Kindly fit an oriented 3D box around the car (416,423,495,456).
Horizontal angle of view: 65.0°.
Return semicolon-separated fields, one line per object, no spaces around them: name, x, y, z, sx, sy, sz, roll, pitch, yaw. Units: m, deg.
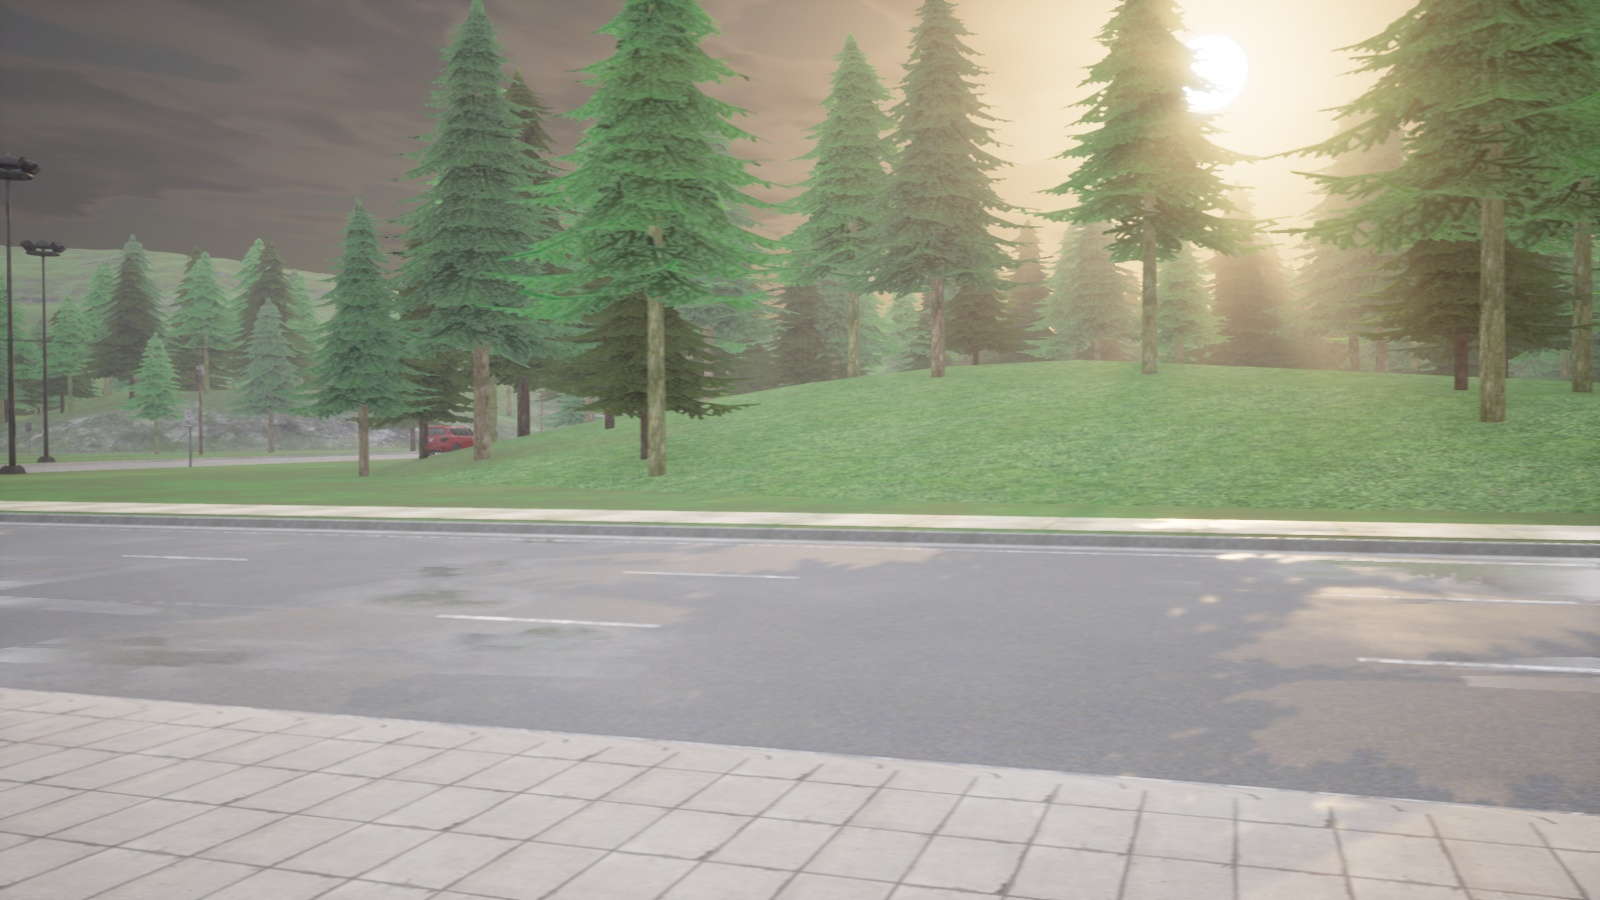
car;-22.193;-0.698;81.152;2.150;2.045;5.566;0;1;19
